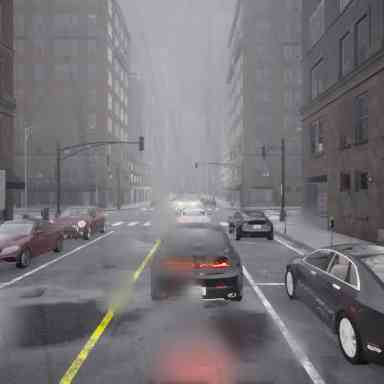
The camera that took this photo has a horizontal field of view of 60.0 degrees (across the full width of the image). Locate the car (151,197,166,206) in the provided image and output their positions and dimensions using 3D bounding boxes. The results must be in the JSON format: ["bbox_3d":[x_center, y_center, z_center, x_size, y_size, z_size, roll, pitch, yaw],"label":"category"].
[{"bbox_3d":[-5.636,1.617,53.733,1.802,1.307,4.206,0,0,0],"label":"car"}]

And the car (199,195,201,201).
[{"bbox_3d":[2.908,1.606,64.538,2.008,1.369,4.403,0,0,0],"label":"car"}]

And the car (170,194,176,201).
[{"bbox_3d":[-5.588,1.625,80.605,1.752,1.417,4.829,0,0,0],"label":"car"}]

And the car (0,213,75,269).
[{"bbox_3d":[-5.670,1.582,11.128,1.802,1.307,4.206,0,0,0],"label":"car"}]

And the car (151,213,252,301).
[{"bbox_3d":[0.098,1.505,8.294,1.837,1.490,4.892,0,0,0],"label":"car"}]

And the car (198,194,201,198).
[{"bbox_3d":[2.927,1.523,75.356,1.967,1.590,4.097,0,0,0],"label":"car"}]

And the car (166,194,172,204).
[{"bbox_3d":[-5.617,1.606,64.550,2.008,1.369,4.403,0,0,0],"label":"car"}]

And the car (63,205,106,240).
[{"bbox_3d":[-5.670,1.440,16.630,1.967,1.590,4.097,0,0,0],"label":"car"}]

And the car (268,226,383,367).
[{"bbox_3d":[2.855,1.550,5.627,2.008,1.369,4.403,0,0,0],"label":"car"}]

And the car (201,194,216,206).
[{"bbox_3d":[2.888,1.475,53.720,1.967,1.590,4.097,0,0,0],"label":"car"}]

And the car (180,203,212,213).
[{"bbox_3d":[0.082,1.526,17.442,1.812,1.442,4.674,0,0,-1],"label":"car"}]

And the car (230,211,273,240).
[{"bbox_3d":[2.855,1.566,16.630,1.947,1.339,4.313,0,0,0],"label":"car"}]

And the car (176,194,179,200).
[{"bbox_3d":[-5.570,1.456,91.593,2.192,1.841,5.009,0,0,0],"label":"car"}]
